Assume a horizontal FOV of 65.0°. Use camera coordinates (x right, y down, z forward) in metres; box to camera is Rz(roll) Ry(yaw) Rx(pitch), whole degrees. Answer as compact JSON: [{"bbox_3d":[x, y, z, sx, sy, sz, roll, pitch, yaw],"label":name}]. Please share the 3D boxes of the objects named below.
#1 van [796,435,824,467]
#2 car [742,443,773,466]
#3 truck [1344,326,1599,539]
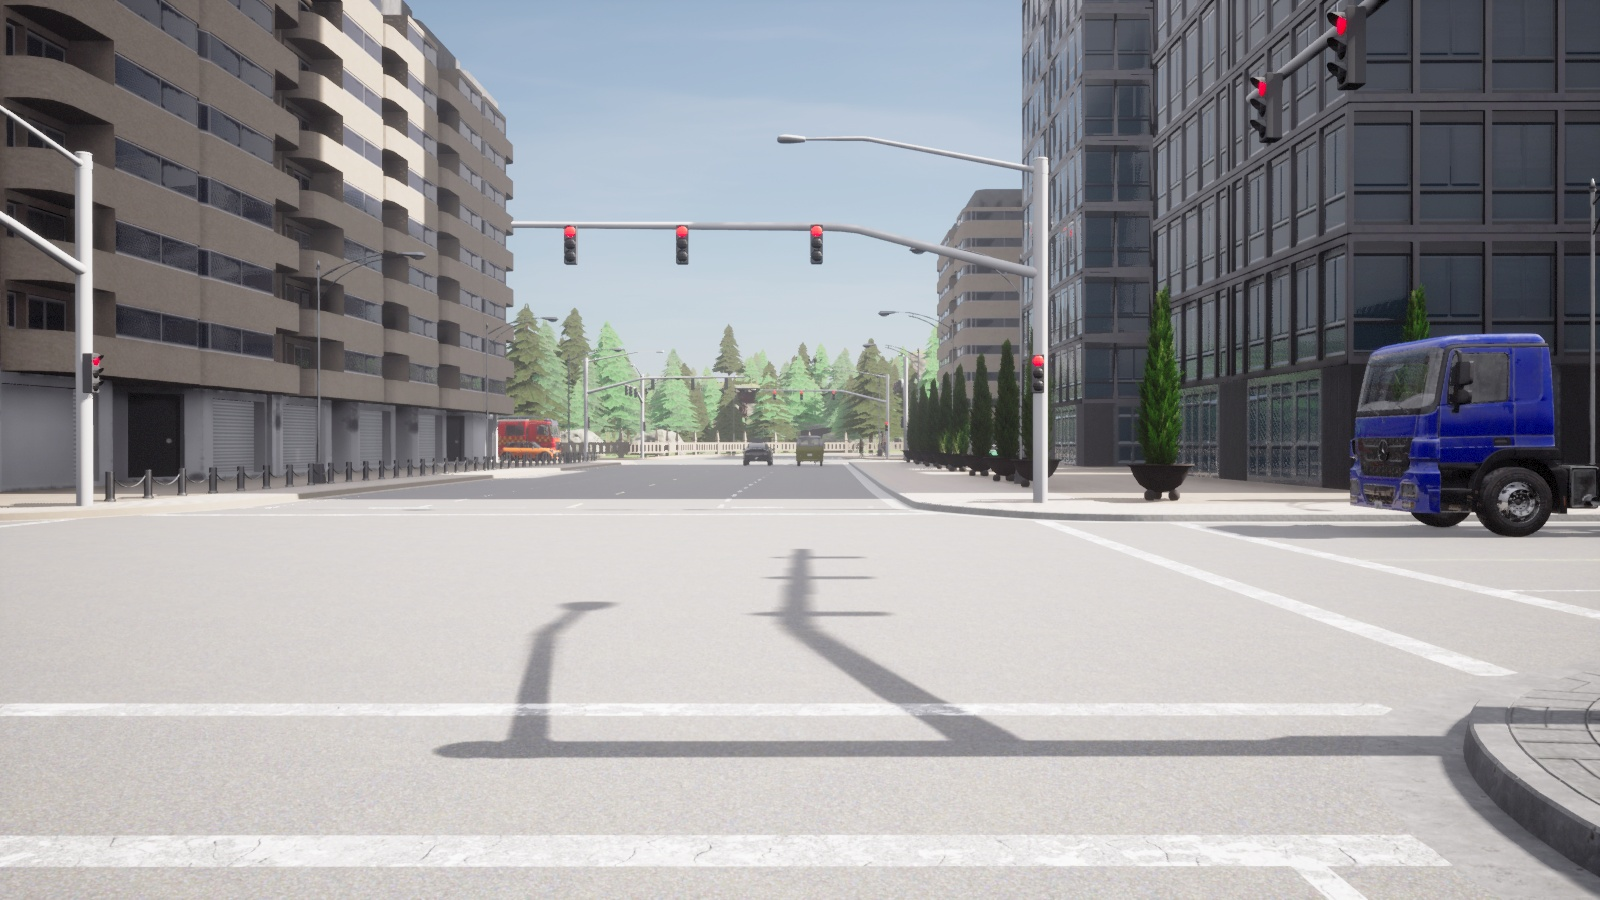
[{"bbox_3d":[0.655,0.041,81.252,1.775,1.987,4.442,0,0,1],"label":"van"},{"bbox_3d":[-2.794,0.274,84.086,1.837,1.490,4.892,0,0,1],"label":"car"},{"bbox_3d":[14.035,-0.292,21.786,7.936,3.462,2.891,0,0,1],"label":"truck"}]
